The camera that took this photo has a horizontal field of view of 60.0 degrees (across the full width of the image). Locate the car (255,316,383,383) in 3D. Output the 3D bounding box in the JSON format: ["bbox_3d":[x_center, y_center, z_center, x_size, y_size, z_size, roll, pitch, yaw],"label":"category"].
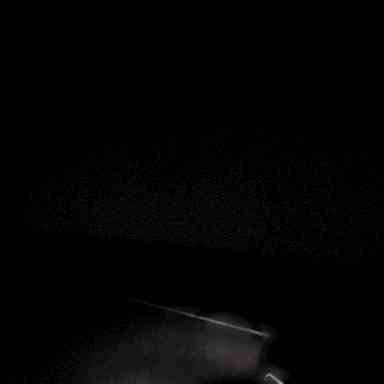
[{"bbox_3d":[2.694,1.527,2.092,4.674,1.442,1.812,0,0,35],"label":"car"}]
